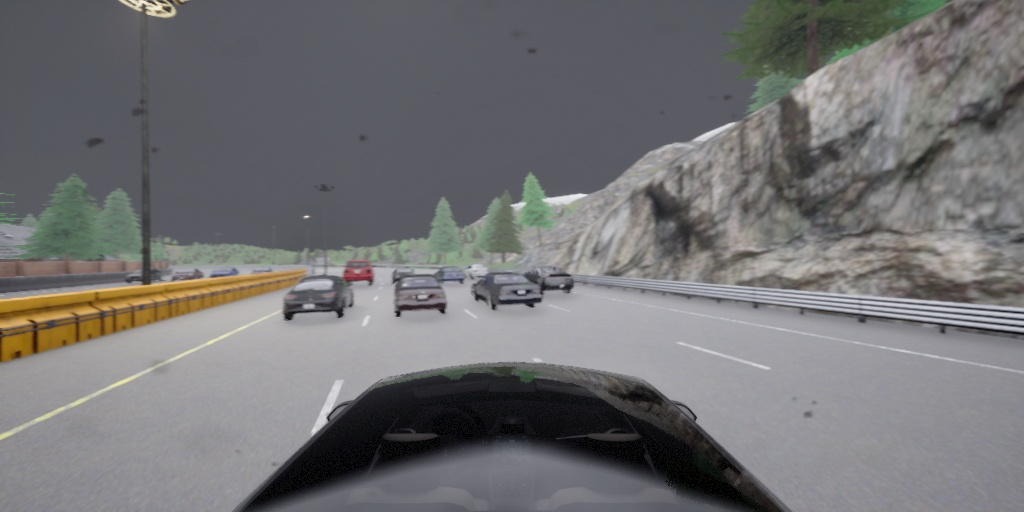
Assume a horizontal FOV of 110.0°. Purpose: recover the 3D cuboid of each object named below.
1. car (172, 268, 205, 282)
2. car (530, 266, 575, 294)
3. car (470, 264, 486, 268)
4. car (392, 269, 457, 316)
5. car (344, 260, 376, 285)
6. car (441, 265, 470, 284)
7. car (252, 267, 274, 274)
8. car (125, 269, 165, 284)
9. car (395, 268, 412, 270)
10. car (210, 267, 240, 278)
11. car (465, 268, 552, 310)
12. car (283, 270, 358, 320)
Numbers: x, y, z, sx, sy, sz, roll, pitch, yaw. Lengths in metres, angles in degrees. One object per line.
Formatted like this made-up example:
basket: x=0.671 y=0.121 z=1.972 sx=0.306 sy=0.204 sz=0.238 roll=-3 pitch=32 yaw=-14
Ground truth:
car: x=-36.278 y=2.109 z=40.277 sx=1.812 sy=1.442 sz=4.674 roll=-1 pitch=0 yaw=-27
car: x=1.733 y=1.319 z=20.137 sx=2.128 sy=1.511 sz=4.902 roll=-1 pitch=0 yaw=-18
car: x=-3.541 y=1.529 z=35.402 sx=1.812 sy=1.442 sz=4.674 roll=-1 pitch=0 yaw=-20
car: x=-3.738 y=1.433 z=14.308 sx=2.033 sy=1.411 sz=5.357 roll=-1 pitch=0 yaw=-18
car: x=-12.740 y=1.352 z=30.027 sx=2.150 sy=2.045 sz=5.566 roll=-1 pitch=0 yaw=-19
car: x=-5.207 y=1.546 z=29.652 sx=2.033 sy=1.411 sz=5.357 roll=-1 pitch=0 yaw=-19
car: x=-29.866 y=2.017 z=43.083 sx=1.812 sy=1.442 sz=4.674 roll=-1 pitch=0 yaw=-27
car: x=-39.327 y=2.131 z=38.541 sx=1.837 sy=1.490 sz=4.892 roll=-1 pitch=-1 yaw=-27
car: x=-9.264 y=1.674 z=30.696 sx=1.895 sy=1.301 sz=4.718 roll=-1 pitch=0 yaw=-19
car: x=-32.748 y=2.006 z=41.022 sx=1.882 sy=1.535 sz=5.008 roll=-1 pitch=0 yaw=-26
car: x=-0.415 y=1.383 z=15.407 sx=2.033 sy=1.411 sz=5.357 roll=-1 pitch=0 yaw=-18
car: x=-7.207 y=1.466 z=13.661 sx=1.812 sy=1.442 sz=4.674 roll=-1 pitch=0 yaw=-18
